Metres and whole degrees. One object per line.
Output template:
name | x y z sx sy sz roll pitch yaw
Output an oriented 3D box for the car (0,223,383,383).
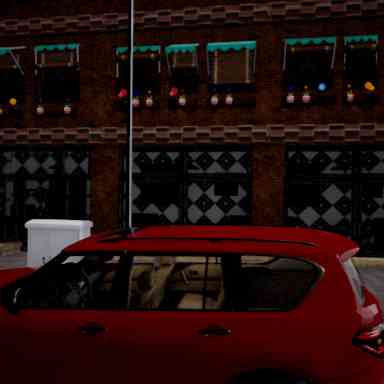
car | -0.592 1.315 3.694 5.009 1.841 2.192 0 1 8
